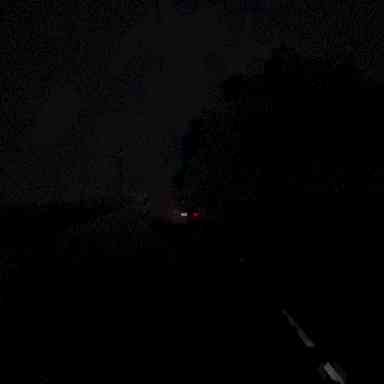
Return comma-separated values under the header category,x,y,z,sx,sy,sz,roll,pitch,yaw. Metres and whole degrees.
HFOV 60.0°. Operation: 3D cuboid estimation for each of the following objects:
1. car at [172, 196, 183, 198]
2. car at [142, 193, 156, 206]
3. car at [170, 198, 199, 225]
category,x,y,z,sx,sy,sz,roll,pitch,yaw
car,-1.819,1.243,41.619,2.033,1.411,5.357,0,1,-5
car,-5.991,1.183,46.800,2.033,1.411,5.357,0,0,-5
car,-0.521,1.404,22.749,2.033,1.411,5.357,0,0,-3
